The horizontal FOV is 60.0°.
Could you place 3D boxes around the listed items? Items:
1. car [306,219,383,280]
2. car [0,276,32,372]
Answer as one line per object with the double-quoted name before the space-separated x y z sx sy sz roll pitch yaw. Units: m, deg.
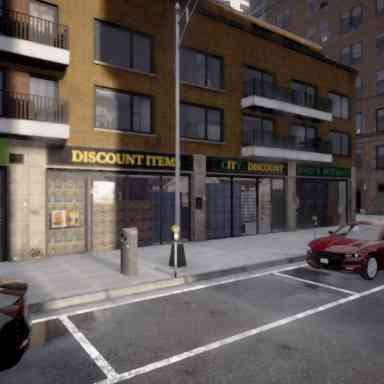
"car" 5.271 1.544 9.951 4.507 1.381 1.887 0 0 -36
"car" -3.981 1.566 3.351 4.313 1.339 1.947 0 0 -36
